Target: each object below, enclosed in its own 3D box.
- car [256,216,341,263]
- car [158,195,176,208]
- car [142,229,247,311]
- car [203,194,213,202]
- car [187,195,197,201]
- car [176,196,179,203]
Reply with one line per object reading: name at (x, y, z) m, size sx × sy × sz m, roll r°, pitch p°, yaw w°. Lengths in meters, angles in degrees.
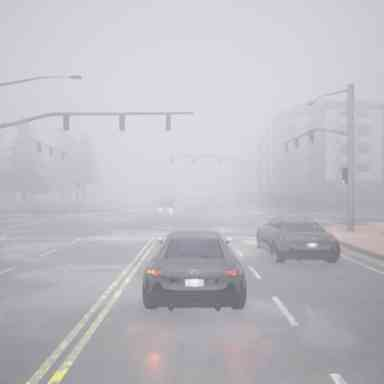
car at (3.575, 1.546, 11.903) m, size 1.994 × 1.385 × 4.181 m, roll 0°, pitch 0°, yaw 0°
car at (-3.610, 1.456, 47.133) m, size 1.812 × 1.442 × 4.674 m, roll 0°, pitch 0°, yaw 0°
car at (0.055, 1.552, 7.818) m, size 1.994 × 1.385 × 4.181 m, roll 0°, pitch 0°, yaw 0°
car at (3.459, 1.257, 71.342) m, size 2.128 × 1.511 × 4.902 m, roll 0°, pitch 0°, yaw 0°
car at (-0.041, 1.286, 71.326) m, size 1.994 × 1.385 × 4.181 m, roll 0°, pitch 0°, yaw 0°
car at (-3.564, 1.411, 64.142) m, size 1.837 × 1.490 × 4.892 m, roll 0°, pitch 0°, yaw 1°
